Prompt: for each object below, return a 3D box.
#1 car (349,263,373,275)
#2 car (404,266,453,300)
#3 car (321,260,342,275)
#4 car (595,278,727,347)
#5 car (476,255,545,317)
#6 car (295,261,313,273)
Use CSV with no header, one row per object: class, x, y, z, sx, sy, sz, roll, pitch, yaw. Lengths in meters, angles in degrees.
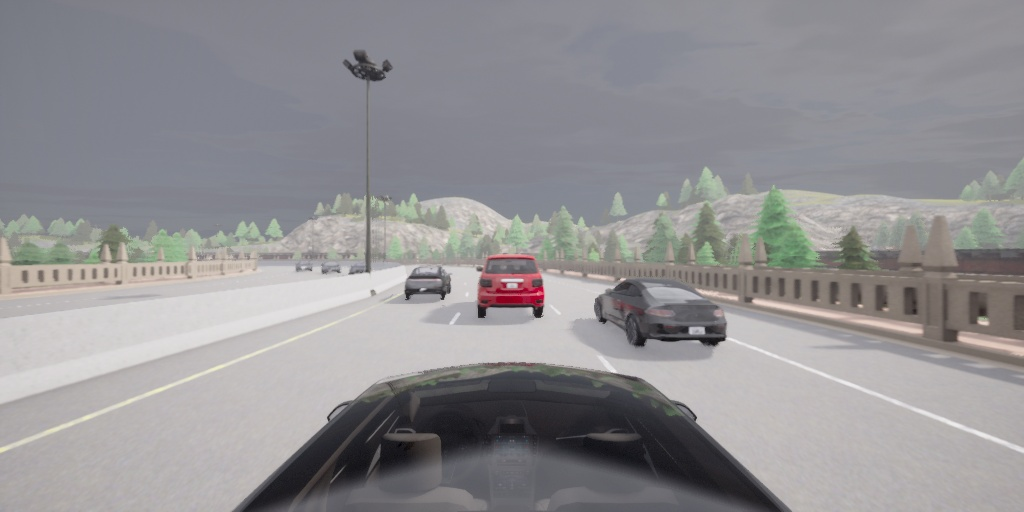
car,-15.244,1.368,36.349,1.994,1.385,4.181,0,0,-19
car,-4.047,1.247,17.756,2.128,1.511,4.902,0,0,-6
car,-20.810,1.359,41.463,1.812,1.442,4.674,0,0,-22
car,3.513,1.275,9.206,1.812,1.442,4.674,0,0,-1
car,-0.150,0.973,13.292,2.150,2.045,5.566,0,0,-3
car,-27.499,1.370,47.590,2.128,1.511,4.902,0,0,-27
